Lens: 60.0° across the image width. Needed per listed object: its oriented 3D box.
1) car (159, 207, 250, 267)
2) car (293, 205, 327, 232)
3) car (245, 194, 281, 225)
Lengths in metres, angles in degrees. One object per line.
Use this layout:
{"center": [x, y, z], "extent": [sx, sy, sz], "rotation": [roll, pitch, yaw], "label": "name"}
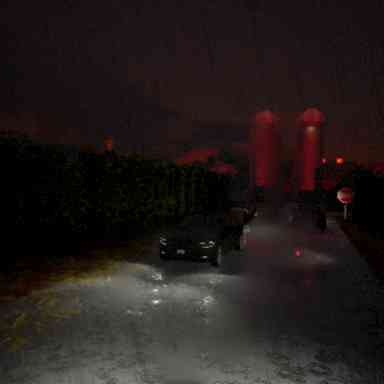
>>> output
{"center": [0.547, 1.450, 11.817], "extent": [1.882, 1.535, 5.008], "rotation": [2, 0, 20], "label": "car"}
{"center": [7.518, 1.582, 21.258], "extent": [2.128, 1.511, 4.902], "rotation": [2, 1, 20], "label": "car"}
{"center": [5.308, 1.197, 24.670], "extent": [2.150, 2.045, 5.566], "rotation": [2, 1, 21], "label": "car"}
